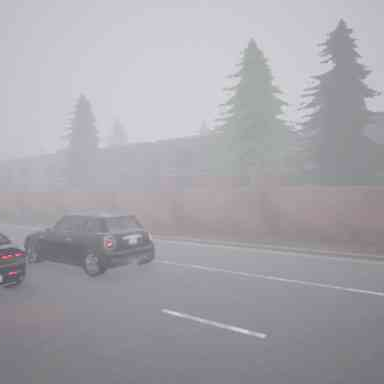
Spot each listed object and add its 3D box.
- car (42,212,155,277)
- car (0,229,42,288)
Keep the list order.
[{"bbox_3d":[-3.410,1.427,10.701,4.553,1.767,2.097,0,0,35],"label":"car"},{"bbox_3d":[-6.011,1.584,8.258,4.892,1.490,1.837,-1,0,36],"label":"car"}]
